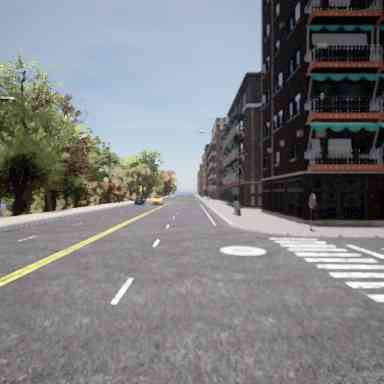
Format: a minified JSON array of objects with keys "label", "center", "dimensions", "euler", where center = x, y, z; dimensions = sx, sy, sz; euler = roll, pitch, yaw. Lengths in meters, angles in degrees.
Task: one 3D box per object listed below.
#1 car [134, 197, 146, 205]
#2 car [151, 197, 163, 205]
[{"label":"car","center":[-9.775,1.646,62.972],"dimensions":[1.837,1.490,4.892],"euler":[0,0,0]},{"label":"car","center":[-6.525,1.614,62.974],"dimensions":[1.882,1.535,5.008],"euler":[0,0,0]}]
